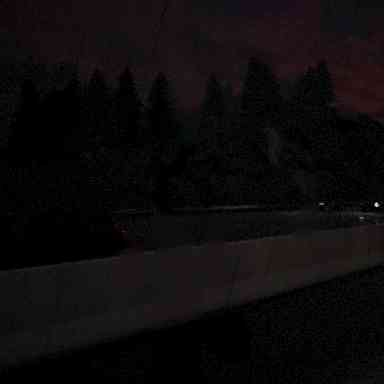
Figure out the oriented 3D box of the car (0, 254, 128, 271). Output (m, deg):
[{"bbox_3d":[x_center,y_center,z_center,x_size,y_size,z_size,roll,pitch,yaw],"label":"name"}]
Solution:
[{"bbox_3d":[-4.204,1.317,9.581,4.553,1.767,2.097,0,0,-37],"label":"car"}]
